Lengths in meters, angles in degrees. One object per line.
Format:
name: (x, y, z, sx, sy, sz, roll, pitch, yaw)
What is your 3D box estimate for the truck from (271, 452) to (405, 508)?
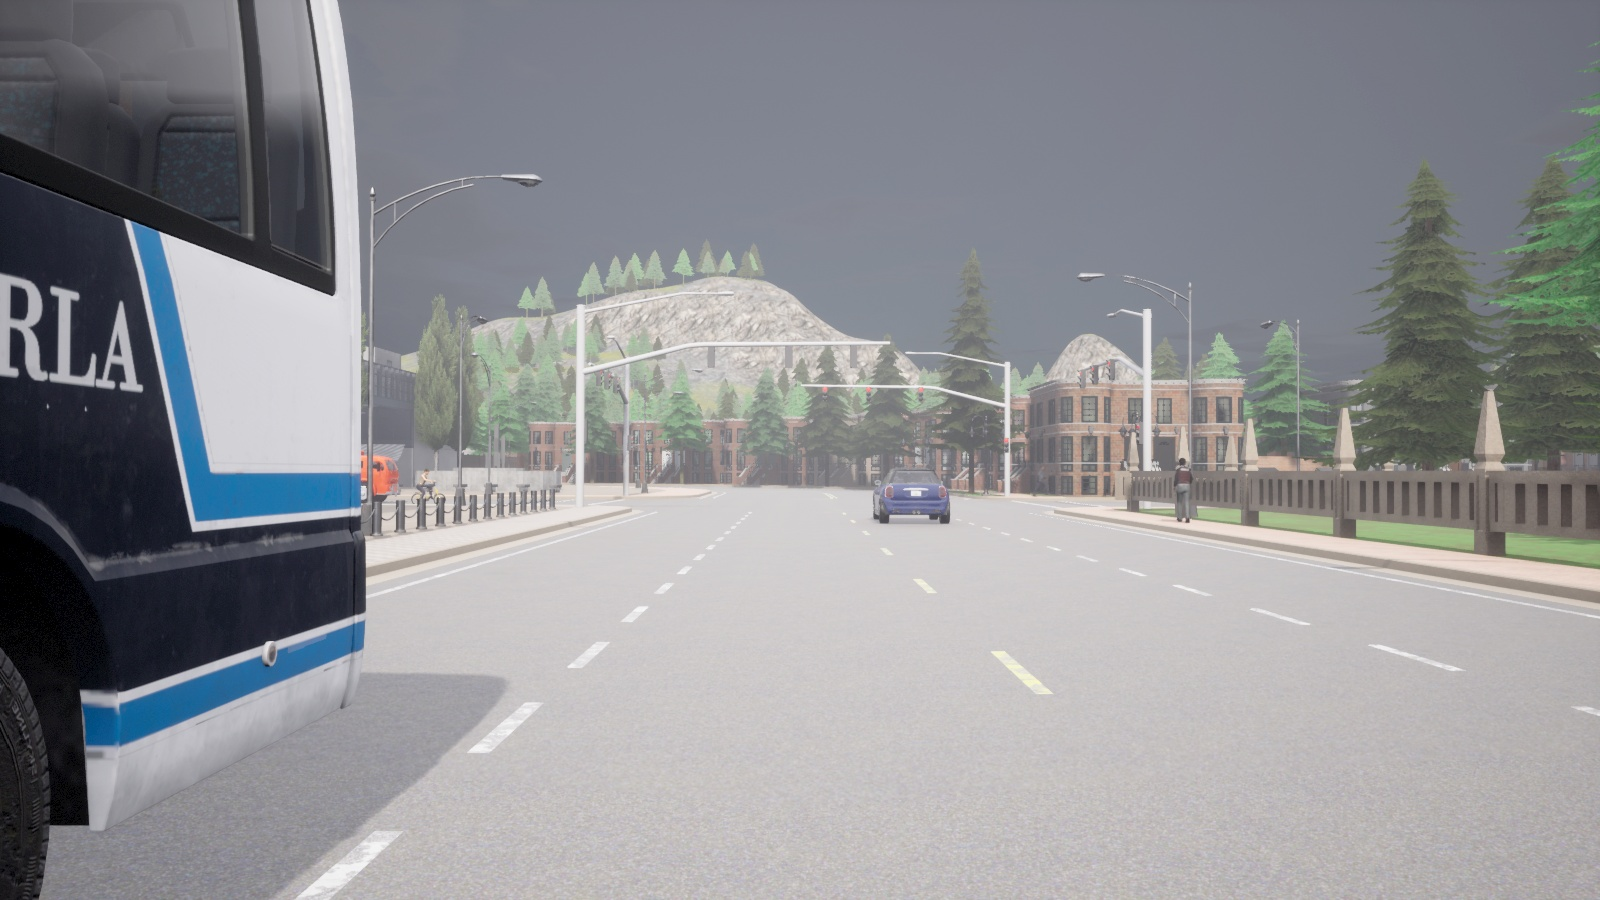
truck: (-21.139, 1.378, 57.643, 5.204, 2.467, 2.627, 0, -1, 0)

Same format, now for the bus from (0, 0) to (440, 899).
bus: (-3.506, -0.544, 0.234, 3.944, 4.253, 10.273, 0, -1, 0)

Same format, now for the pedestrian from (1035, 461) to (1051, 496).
pedestrian: (13.680, 1.603, 70.708, 0.788, 1.949, 0.423, 0, -1, 2)

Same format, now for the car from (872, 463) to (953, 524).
car: (3.417, 1.313, 39.050, 2.097, 1.767, 4.553, 0, -1, 0)

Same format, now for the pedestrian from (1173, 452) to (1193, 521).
pedestrian: (10.798, 1.023, 35.424, 0.402, 1.930, 0.666, 0, -1, 7)
